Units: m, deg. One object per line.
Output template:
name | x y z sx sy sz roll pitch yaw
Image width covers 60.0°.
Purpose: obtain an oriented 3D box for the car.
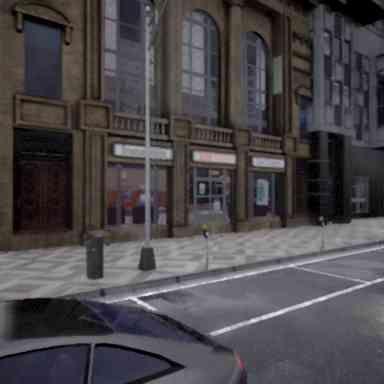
car | -1.528 1.580 2.252 4.181 1.385 1.994 1 -1 -36
